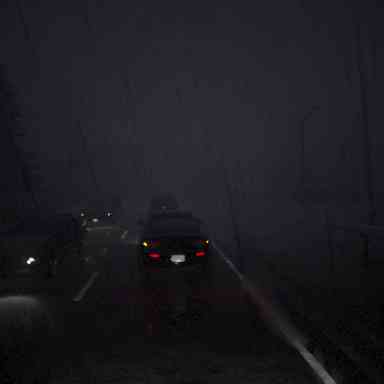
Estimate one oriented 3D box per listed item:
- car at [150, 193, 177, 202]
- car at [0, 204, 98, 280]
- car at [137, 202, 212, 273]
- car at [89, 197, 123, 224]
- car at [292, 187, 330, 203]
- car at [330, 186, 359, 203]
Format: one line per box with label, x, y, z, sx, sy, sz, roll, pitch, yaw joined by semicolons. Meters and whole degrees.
car;-2.096;0.800;24.637;1.882;1.535;5.008;-1;2;-5
car;-4.366;1.319;9.574;2.033;1.411;5.357;-1;2;-5
car;-0.607;1.254;9.702;1.812;1.442;4.674;-1;2;-7
car;-5.308;1.030;20.160;2.033;1.411;5.357;-1;2;-5
car;11.399;0.284;32.962;2.007;1.523;4.514;-1;2;-5
car;14.521;0.233;33.263;2.152;1.636;5.027;-1;2;-5
